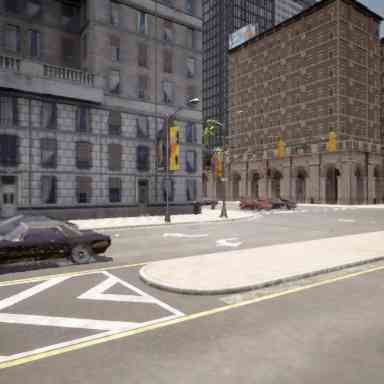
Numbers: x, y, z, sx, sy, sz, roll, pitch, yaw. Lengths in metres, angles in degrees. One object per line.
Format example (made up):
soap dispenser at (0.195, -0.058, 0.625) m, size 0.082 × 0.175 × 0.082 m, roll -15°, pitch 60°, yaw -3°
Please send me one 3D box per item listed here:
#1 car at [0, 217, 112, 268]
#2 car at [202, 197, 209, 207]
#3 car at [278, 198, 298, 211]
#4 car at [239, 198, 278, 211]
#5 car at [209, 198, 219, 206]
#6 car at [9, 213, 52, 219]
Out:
car at (-5.037, 1.601, 10.223) m, size 4.718 × 1.301 × 1.895 m, roll 0°, pitch 0°, yaw -35°
car at (-0.035, 1.506, 51.297) m, size 1.837 × 1.490 × 4.892 m, roll 0°, pitch 0°, yaw -35°
car at (10.983, 1.505, 42.001) m, size 1.837 × 1.490 × 4.892 m, roll 0°, pitch 0°, yaw -38°
car at (7.655, 1.526, 40.285) m, size 1.812 × 1.442 × 4.674 m, roll 0°, pitch 0°, yaw -34°
car at (2.169, 1.548, 54.257) m, size 2.033 × 1.411 × 5.357 m, roll 0°, pitch 0°, yaw -35°
car at (-6.679, 1.564, 13.342) m, size 4.181 × 1.385 × 1.994 m, roll 0°, pitch 0°, yaw -35°
